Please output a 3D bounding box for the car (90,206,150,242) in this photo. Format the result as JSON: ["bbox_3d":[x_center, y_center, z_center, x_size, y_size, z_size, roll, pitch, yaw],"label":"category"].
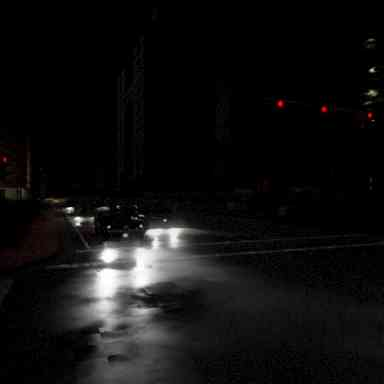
[{"bbox_3d":[-3.761,1.603,16.663,1.895,1.301,4.718,0,0,-23],"label":"car"}]

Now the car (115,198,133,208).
[{"bbox_3d":[-10.529,1.633,51.337,1.812,1.442,4.674,0,0,-22],"label":"car"}]

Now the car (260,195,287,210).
[{"bbox_3d":[10.586,1.344,43.727,1.905,1.878,3.866,0,0,-22],"label":"car"}]

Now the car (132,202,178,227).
[{"bbox_3d":[-2.446,1.595,22.601,1.994,1.385,4.181,0,0,-23],"label":"car"}]

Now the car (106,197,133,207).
[{"bbox_3d":[-6.827,1.405,33.064,2.097,1.767,4.553,0,0,-23],"label":"car"}]

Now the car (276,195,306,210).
[{"bbox_3d":[13.305,1.361,44.848,1.905,1.878,3.866,0,0,-22],"label":"car"}]

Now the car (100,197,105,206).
[{"bbox_3d":[-15.156,1.571,53.166,1.882,1.535,5.008,0,-1,-22],"label":"car"}]

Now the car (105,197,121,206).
[{"bbox_3d":[-14.526,1.617,60.745,2.128,1.511,4.902,0,0,-23],"label":"car"}]

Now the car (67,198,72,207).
[{"bbox_3d":[-18.759,1.676,52.733,1.895,1.301,4.718,0,0,-23],"label":"car"}]

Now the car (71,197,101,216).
[{"bbox_3d":[-10.460,1.512,32.679,1.882,1.535,5.008,0,0,-23],"label":"car"}]
